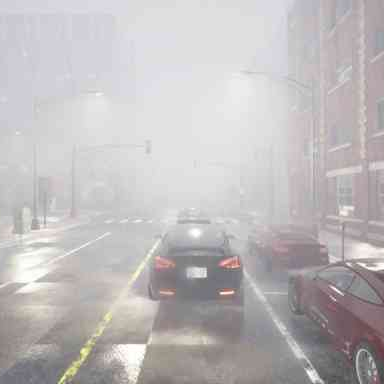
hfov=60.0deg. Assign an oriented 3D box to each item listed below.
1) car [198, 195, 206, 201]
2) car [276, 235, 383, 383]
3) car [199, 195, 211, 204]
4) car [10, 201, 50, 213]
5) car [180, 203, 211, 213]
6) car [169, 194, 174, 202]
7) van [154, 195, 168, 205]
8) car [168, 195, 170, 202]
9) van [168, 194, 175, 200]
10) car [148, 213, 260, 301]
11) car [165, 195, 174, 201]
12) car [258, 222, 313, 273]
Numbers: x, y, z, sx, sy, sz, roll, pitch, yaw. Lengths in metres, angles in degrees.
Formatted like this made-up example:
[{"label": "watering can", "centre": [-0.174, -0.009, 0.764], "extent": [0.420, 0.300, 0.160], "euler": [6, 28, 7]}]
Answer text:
[{"label": "car", "centre": [2.557, 1.597, 87.848], "extent": [1.947, 1.339, 4.313], "euler": [1, 0, 0]}, {"label": "car", "centre": [2.660, 1.583, 4.677], "extent": [1.802, 1.307, 4.206], "euler": [1, 0, 0]}, {"label": "car", "centre": [2.604, 1.544, 59.757], "extent": [1.752, 1.417, 4.829], "euler": [1, 0, 0]}, {"label": "car", "centre": [-18.774, 1.730, 38.681], "extent": [4.313, 1.339, 1.947], "euler": [0, -1, 0]}, {"label": "car", "centre": [0.072, 1.552, 17.648], "extent": [2.033, 1.411, 5.357], "euler": [0, 0, -1]}, {"label": "car", "centre": [-5.805, 1.607, 76.568], "extent": [1.802, 1.307, 4.206], "euler": [1, 0, 0]}, {"label": "van", "centre": [-5.773, 1.359, 59.612], "extent": [1.690, 1.788, 3.998], "euler": [1, 0, 0]}, {"label": "car", "centre": [-5.786, 1.602, 65.264], "extent": [1.802, 1.307, 4.206], "euler": [1, 0, 0]}, {"label": "van", "centre": [-5.829, 1.376, 93.526], "extent": [1.690, 1.788, 3.998], "euler": [1, 0, 0]}, {"label": "car", "centre": [0.086, 1.506, 8.376], "extent": [2.163, 1.488, 4.792], "euler": [0, 0, 0]}, {"label": "car", "centre": [-5.822, 1.582, 87.873], "extent": [2.008, 1.369, 4.403], "euler": [1, 0, 0]}, {"label": "car", "centre": [2.820, 1.585, 10.333], "extent": [1.802, 1.307, 4.206], "euler": [1, 0, 0]}]
